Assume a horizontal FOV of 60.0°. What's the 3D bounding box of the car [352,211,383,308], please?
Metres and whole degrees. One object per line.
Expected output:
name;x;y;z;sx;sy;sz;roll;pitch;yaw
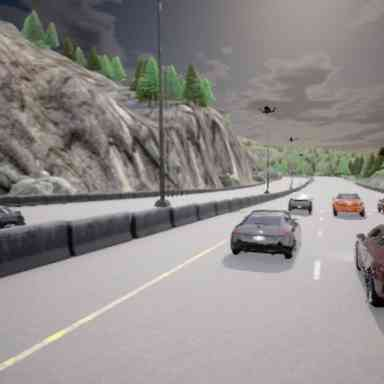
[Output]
car;4.640;1.393;7.074;1.812;1.442;4.674;1;1;22

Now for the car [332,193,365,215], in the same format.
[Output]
car;12.292;0.851;26.321;2.097;1.767;4.553;1;1;22

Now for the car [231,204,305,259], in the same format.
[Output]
car;2.758;1.321;11.814;1.994;1.385;4.181;1;1;22

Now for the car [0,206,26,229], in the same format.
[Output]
car;-8.579;1.191;12.253;1.837;1.490;4.892;1;1;22

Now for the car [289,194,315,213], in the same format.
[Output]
car;9.347;0.930;28.392;2.128;1.511;4.902;1;1;22

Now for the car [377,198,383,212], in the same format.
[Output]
car;16.236;1.036;26.777;1.812;1.442;4.674;1;1;22
